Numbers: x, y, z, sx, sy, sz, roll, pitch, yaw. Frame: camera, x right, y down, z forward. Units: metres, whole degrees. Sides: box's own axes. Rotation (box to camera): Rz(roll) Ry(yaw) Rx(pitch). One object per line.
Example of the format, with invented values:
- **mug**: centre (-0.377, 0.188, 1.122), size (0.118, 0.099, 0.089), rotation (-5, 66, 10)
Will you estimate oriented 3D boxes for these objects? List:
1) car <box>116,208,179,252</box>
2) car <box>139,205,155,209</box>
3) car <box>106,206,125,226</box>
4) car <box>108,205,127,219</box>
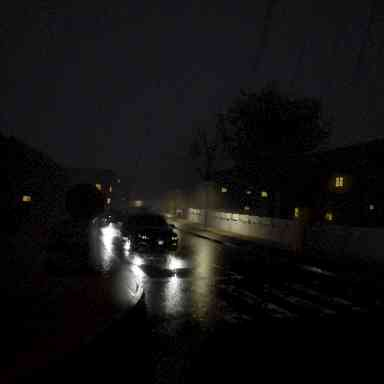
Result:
- **car**: centre (-2.038, 1.734, 15.105), size (1.837, 1.490, 4.892), rotation (5, -2, -20)
- **car**: centre (-6.962, 2.747, 48.985), size (1.994, 1.385, 4.181), rotation (4, -2, -5)
- **car**: centre (-5.968, 2.031, 27.022), size (1.895, 1.301, 4.718), rotation (5, -2, -14)
- **car**: centre (-8.570, 2.305, 38.634), size (1.895, 1.301, 4.718), rotation (4, -2, -10)
